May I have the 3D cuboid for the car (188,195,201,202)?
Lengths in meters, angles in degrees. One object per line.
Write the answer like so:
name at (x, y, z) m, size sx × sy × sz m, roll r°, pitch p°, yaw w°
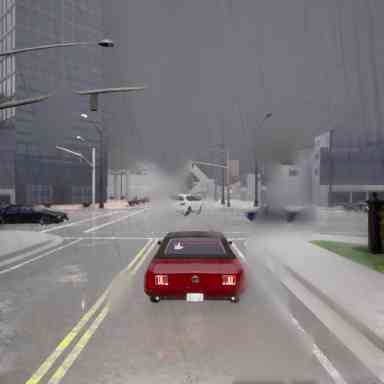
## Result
car at (0.663, 1.540, 77.390) m, size 2.033 × 1.411 × 5.357 m, roll 0°, pitch 0°, yaw 12°

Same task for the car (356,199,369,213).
car at (19.876, 1.480, 34.088) m, size 4.674 × 1.442 × 1.812 m, roll 0°, pitch 0°, yaw 0°

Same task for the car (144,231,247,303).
car at (0.071, 1.601, 8.183) m, size 1.895 × 1.301 × 4.718 m, roll 0°, pitch 0°, yaw 0°

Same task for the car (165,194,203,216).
car at (-0.711, 1.236, 32.509) m, size 2.150 × 2.045 × 5.566 m, roll 1°, pitch 0°, yaw 21°

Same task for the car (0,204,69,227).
car at (-11.473, 1.608, 23.107) m, size 5.357 × 1.411 × 2.033 m, roll 0°, pitch 0°, yaw 0°

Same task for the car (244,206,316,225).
car at (6.097, 1.600, 23.270) m, size 4.718 × 1.301 × 1.895 m, roll 0°, pitch 0°, yaw 0°

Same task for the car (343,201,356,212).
car at (19.372, 1.520, 37.583) m, size 4.181 × 1.385 × 1.994 m, roll 0°, pitch 0°, yaw -1°
